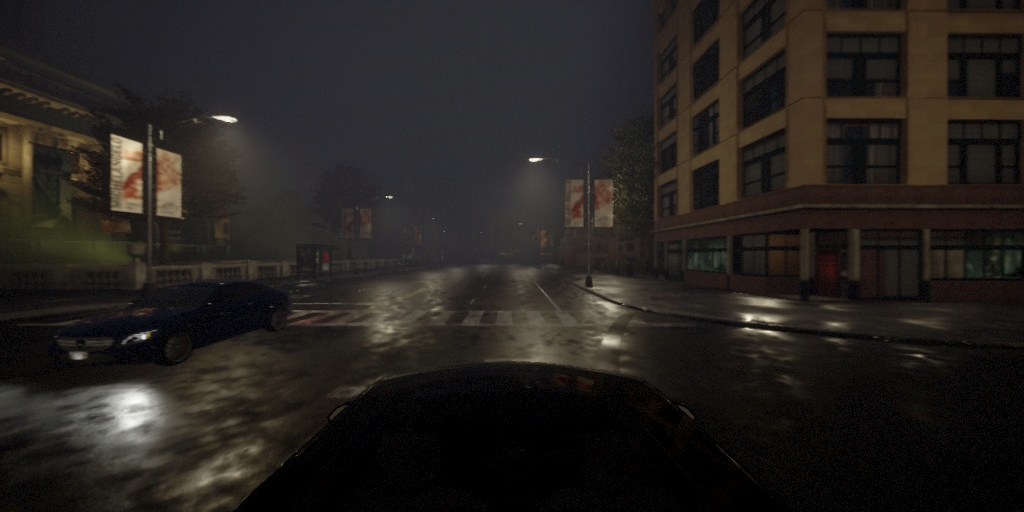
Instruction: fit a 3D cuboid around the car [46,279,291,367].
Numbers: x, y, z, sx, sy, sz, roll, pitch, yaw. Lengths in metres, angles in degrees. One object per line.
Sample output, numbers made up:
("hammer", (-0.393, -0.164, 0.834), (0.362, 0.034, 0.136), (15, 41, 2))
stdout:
("car", (-6.990, 1.294, 8.099), (1.812, 1.442, 4.674), (0, 1, 0))
